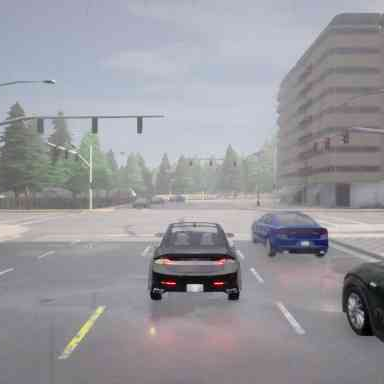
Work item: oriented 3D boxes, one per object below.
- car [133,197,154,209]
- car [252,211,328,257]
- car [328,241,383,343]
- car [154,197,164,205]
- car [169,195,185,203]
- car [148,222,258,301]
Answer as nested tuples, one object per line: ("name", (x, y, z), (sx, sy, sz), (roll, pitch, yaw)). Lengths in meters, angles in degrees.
("car", (-6.986, 1.526, 46.417), (1.812, 1.442, 4.674), (0, 0, 2))
("car", (3.585, 1.478, 12.987), (1.882, 1.535, 5.008), (0, 0, 0))
("car", (3.600, 1.352, 3.835), (2.097, 1.767, 4.553), (0, 0, 0))
("car", (-6.186, 1.525, 57.868), (1.812, 1.442, 4.674), (0, 0, 8))
("car", (-3.098, 1.502, 69.422), (1.837, 1.490, 4.892), (0, 0, 23))
("car", (0.067, 1.492, 8.341), (2.128, 1.511, 4.902), (0, 0, 0))
